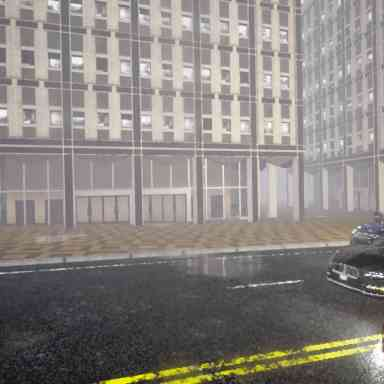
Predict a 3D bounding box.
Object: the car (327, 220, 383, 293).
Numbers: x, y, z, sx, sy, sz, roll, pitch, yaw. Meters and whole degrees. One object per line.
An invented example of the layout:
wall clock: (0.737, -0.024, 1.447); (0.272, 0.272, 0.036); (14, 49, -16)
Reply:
car: (5.440, 1.499, 7.520); (4.892, 1.490, 1.837); (0, 0, -16)

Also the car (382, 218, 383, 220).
car: (7.896, 1.341, 11.602); (4.553, 1.767, 2.097); (0, 0, -16)

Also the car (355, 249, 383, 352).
car: (4.572, 1.475, 3.662); (5.008, 1.535, 1.882); (0, 0, -17)
